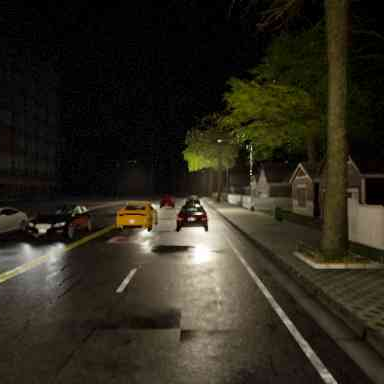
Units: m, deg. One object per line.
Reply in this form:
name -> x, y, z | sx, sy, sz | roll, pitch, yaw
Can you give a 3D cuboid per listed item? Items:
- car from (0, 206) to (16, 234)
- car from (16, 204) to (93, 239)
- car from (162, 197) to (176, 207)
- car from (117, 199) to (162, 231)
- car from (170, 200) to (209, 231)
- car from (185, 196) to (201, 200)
car -> -9.791, 1.447, 16.288 | 1.812, 1.442, 4.674 | 0, 1, 1
car -> -6.497, 1.409, 16.908 | 2.128, 1.511, 4.902 | 0, 0, 0
car -> -3.140, 1.333, 43.539 | 1.812, 1.442, 4.674 | 0, 0, 0
car -> -3.146, 1.381, 19.916 | 1.882, 1.535, 5.008 | 0, 0, 0
car -> 0.034, 1.452, 19.807 | 2.033, 1.411, 5.357 | 0, 0, 0
car -> 0.104, 1.296, 44.334 | 2.128, 1.511, 4.902 | 0, 0, 0
